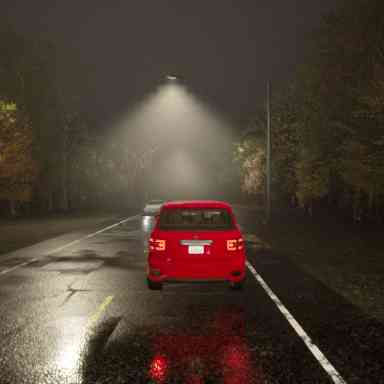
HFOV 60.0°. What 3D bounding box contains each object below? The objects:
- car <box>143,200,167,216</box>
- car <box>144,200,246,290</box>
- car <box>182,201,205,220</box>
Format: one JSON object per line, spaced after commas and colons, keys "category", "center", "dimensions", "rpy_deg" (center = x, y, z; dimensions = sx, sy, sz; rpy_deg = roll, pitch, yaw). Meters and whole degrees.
{"category": "car", "center": [-3.608, 1.544, 33.292], "dimensions": [1.812, 1.442, 4.674], "rpy_deg": [0, 0, 0]}
{"category": "car", "center": [0.092, 1.227, 9.203], "dimensions": [2.150, 2.045, 5.566], "rpy_deg": [0, 0, 0]}
{"category": "car", "center": [0.090, 1.542, 28.964], "dimensions": [1.812, 1.442, 4.674], "rpy_deg": [0, 0, 0]}
